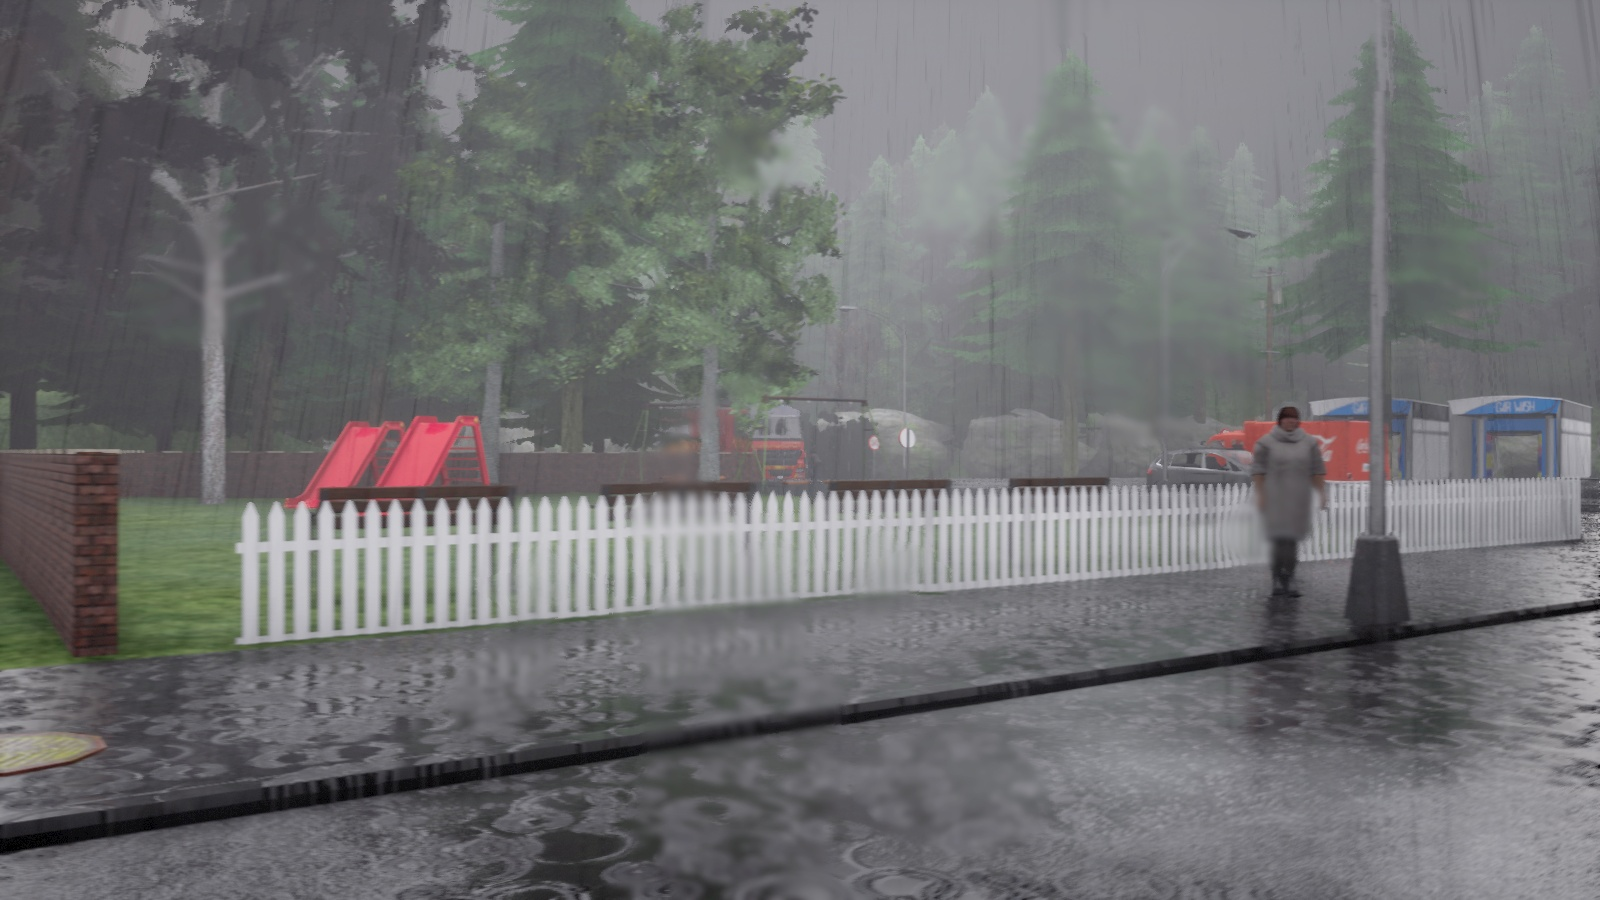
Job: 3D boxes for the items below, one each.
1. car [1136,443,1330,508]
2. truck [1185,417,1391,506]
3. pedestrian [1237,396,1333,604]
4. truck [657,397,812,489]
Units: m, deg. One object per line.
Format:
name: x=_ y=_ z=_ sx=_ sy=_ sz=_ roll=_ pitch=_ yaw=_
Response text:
car: x=11.871 y=0.649 z=34.687 sx=2.242 sy=1.667 sz=4.611 roll=0 pitch=0 yaw=-35
truck: x=14.578 y=0.320 z=37.799 sx=2.627 sy=2.467 sz=5.204 roll=0 pitch=0 yaw=-35
pedestrian: x=4.711 y=0.475 z=12.249 sx=0.659 sy=1.952 sz=0.873 roll=0 pitch=0 yaw=6
truck: x=-3.086 y=-0.276 z=56.087 sx=2.891 sy=3.827 sz=8.468 roll=0 pitch=0 yaw=-35
